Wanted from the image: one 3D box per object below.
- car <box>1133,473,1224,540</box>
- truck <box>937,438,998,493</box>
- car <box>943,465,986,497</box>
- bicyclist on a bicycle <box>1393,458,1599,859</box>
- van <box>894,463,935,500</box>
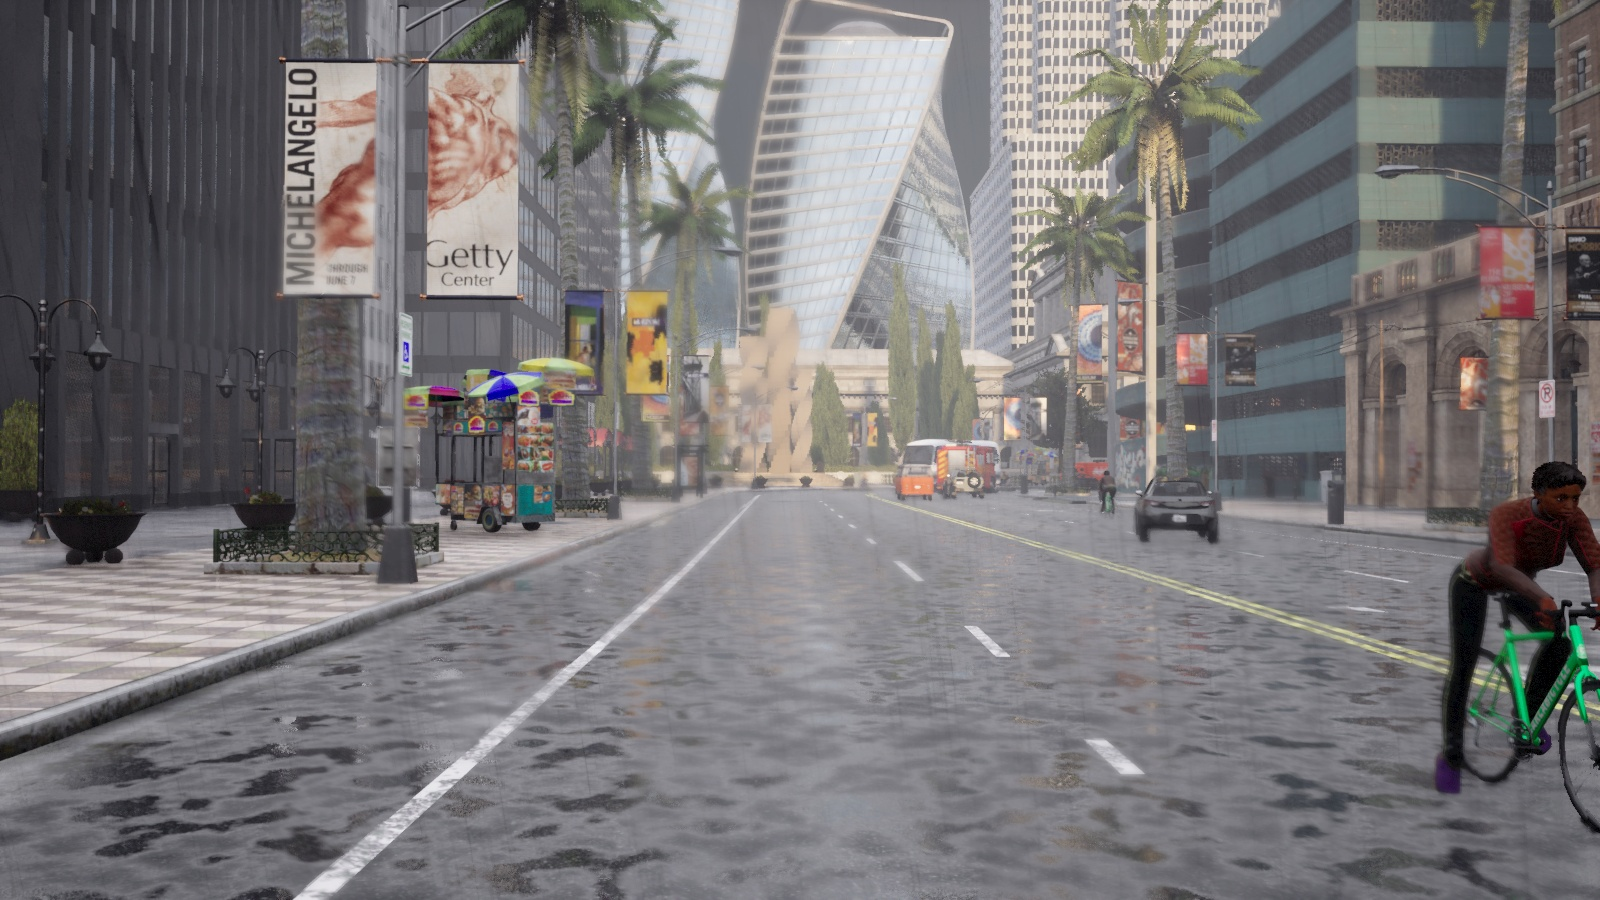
[{"bbox_3d":[8.956,1.295,30.009,1.816,1.474,4.193,0,-1,13],"label":"car"},{"bbox_3d":[12.270,1.132,91.394,2.891,3.827,8.468,-1,-1,18],"label":"truck"},{"bbox_3d":[9.745,1.844,74.704,1.932,1.855,4.605,0,-1,-1],"label":"car"},{"bbox_3d":[3.486,0.853,5.915,0.582,1.620,1.656,0,-1,0],"label":"bicyclist on a bicycle"},{"bbox_3d":[6.306,1.708,69.602,1.775,1.987,4.442,0,-1,-1],"label":"van"}]
